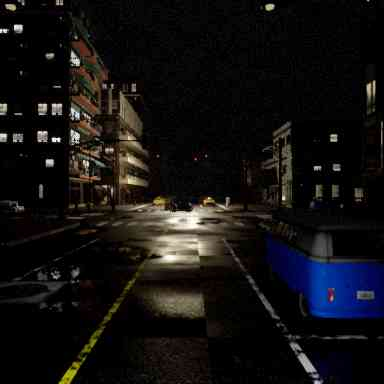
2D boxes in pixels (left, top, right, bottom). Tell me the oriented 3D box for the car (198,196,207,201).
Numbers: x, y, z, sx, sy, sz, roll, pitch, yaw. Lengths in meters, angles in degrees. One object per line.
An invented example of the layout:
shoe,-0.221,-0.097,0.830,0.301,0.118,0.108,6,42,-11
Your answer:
car,2.673,1.640,84.964,2.008,1.369,4.403,0,0,0

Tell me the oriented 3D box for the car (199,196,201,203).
car,2.678,1.631,62.808,1.802,1.307,4.206,0,0,0

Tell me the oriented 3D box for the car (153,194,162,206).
car,-5.701,1.567,57.096,1.752,1.417,4.829,0,0,0

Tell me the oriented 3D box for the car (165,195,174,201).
car,-5.707,1.614,84.792,1.752,1.417,4.829,0,0,0

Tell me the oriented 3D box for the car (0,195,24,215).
car,-18.386,1.184,30.336,5.566,2.045,2.150,0,0,0

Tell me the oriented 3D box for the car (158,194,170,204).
car,-5.703,1.373,68.345,2.192,1.841,5.009,0,0,0

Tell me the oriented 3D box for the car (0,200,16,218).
car,-17.472,1.533,27.749,4.206,1.307,1.802,0,0,0

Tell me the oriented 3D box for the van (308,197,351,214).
van,14.891,1.425,36.217,3.998,1.788,1.690,0,0,0

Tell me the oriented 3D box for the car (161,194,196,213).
car,-1.549,1.385,37.341,2.097,1.767,4.553,0,0,-21

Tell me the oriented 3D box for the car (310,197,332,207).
car,14.902,1.549,33.625,5.008,1.535,1.882,0,0,0

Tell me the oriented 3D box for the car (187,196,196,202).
car,-0.018,1.615,78.118,2.033,1.411,5.357,0,0,0

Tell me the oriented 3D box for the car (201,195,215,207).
car,2.681,1.560,51.900,1.752,1.417,4.829,0,0,0

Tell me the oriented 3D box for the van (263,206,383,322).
van,2.659,1.342,6.943,1.690,1.788,3.998,0,0,0

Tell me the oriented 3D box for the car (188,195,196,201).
car,-0.020,1.463,88.538,1.882,1.535,5.008,0,0,0

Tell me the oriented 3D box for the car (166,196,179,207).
car,-3.104,1.515,54.197,1.882,1.535,5.008,0,0,0

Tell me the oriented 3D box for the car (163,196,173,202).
car,-5.706,1.628,79.423,2.008,1.369,4.403,0,0,0

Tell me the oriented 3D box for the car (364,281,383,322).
car,2.660,1.582,1.254,1.802,1.307,4.206,0,0,0

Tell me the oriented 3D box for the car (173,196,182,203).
car,-3.016,1.585,69.945,1.812,1.442,4.674,0,0,0

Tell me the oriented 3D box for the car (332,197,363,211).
car,14.916,1.357,27.837,5.009,1.841,2.192,0,0,0

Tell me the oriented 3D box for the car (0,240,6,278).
car,-5.689,1.567,6.966,1.947,1.339,4.313,0,0,0
